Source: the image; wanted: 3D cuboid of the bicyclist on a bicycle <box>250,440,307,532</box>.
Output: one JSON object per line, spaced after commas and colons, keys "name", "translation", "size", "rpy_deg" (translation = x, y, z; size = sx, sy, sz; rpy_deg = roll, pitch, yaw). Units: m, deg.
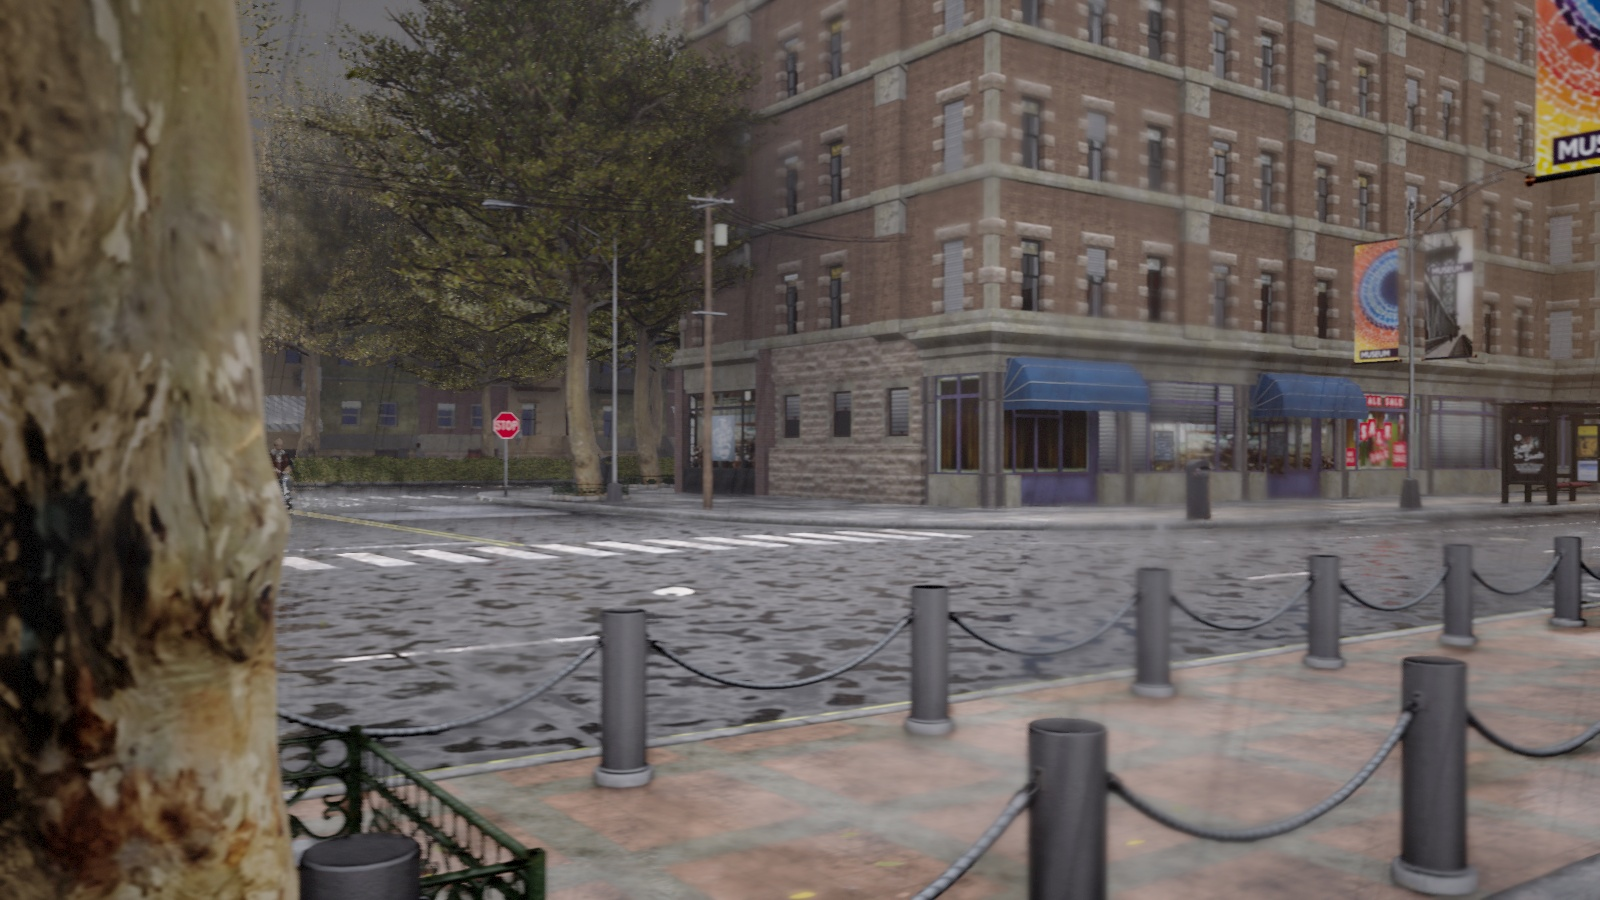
{"name": "bicyclist on a bicycle", "translation": [-10.486, 0.700, 25.227], "size": [0.659, 1.776, 1.843], "rpy_deg": [0, 0, -36]}
